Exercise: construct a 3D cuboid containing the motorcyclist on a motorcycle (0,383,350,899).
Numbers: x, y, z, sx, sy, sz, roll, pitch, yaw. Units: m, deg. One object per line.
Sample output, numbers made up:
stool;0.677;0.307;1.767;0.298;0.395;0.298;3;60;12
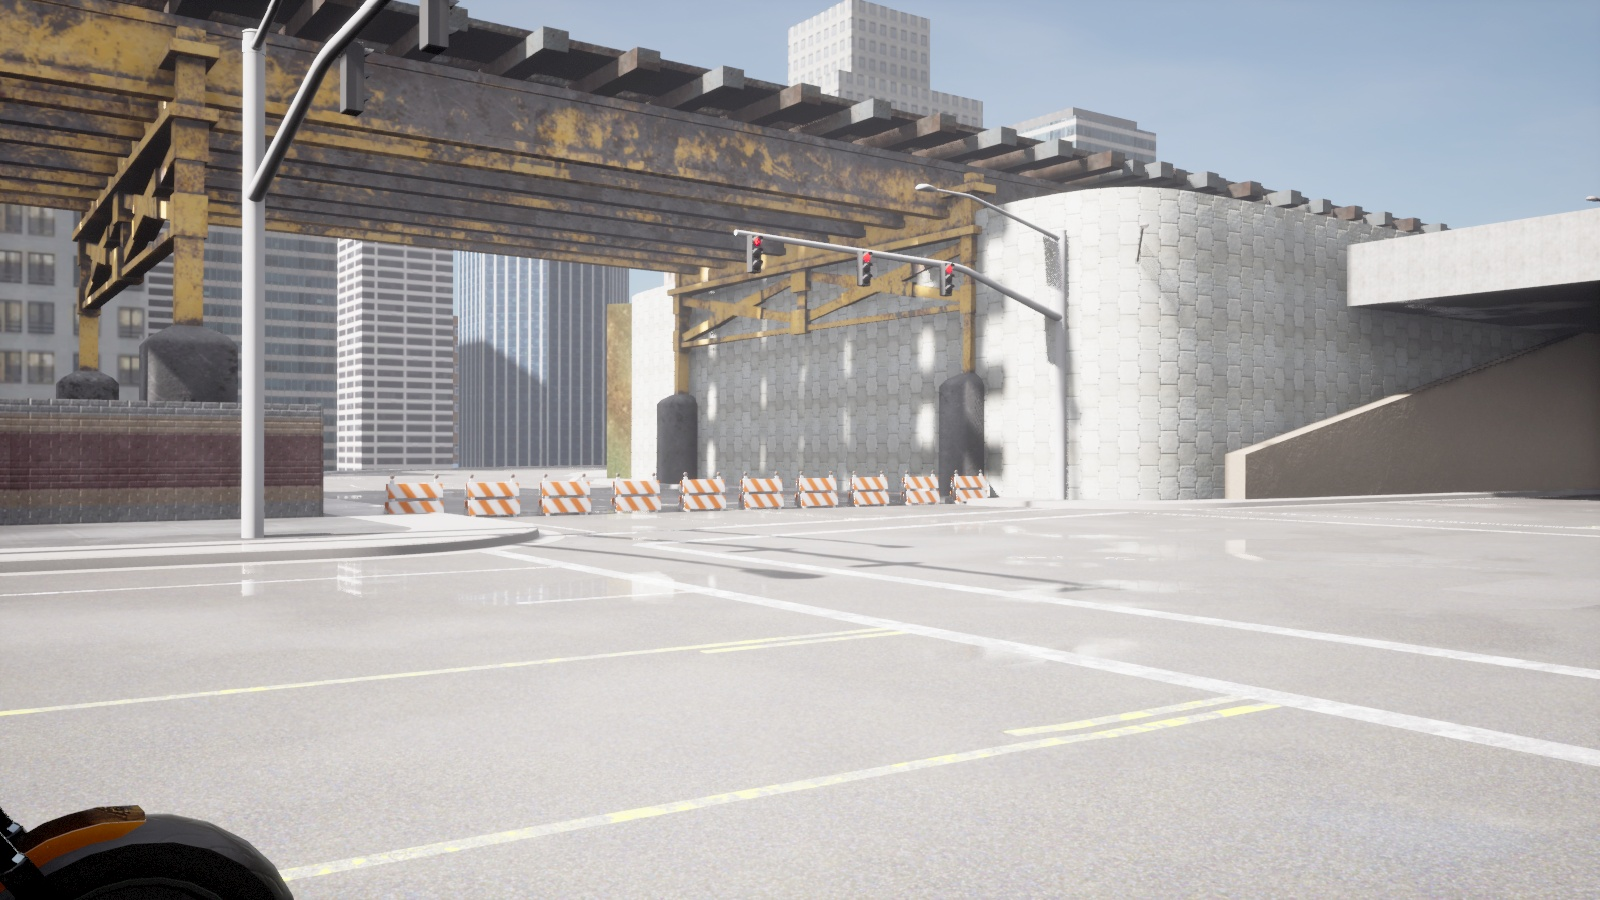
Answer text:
motorcyclist on a motorcycle;-2.109;0.705;2.229;2.350;1.649;0.766;0;0;-34
